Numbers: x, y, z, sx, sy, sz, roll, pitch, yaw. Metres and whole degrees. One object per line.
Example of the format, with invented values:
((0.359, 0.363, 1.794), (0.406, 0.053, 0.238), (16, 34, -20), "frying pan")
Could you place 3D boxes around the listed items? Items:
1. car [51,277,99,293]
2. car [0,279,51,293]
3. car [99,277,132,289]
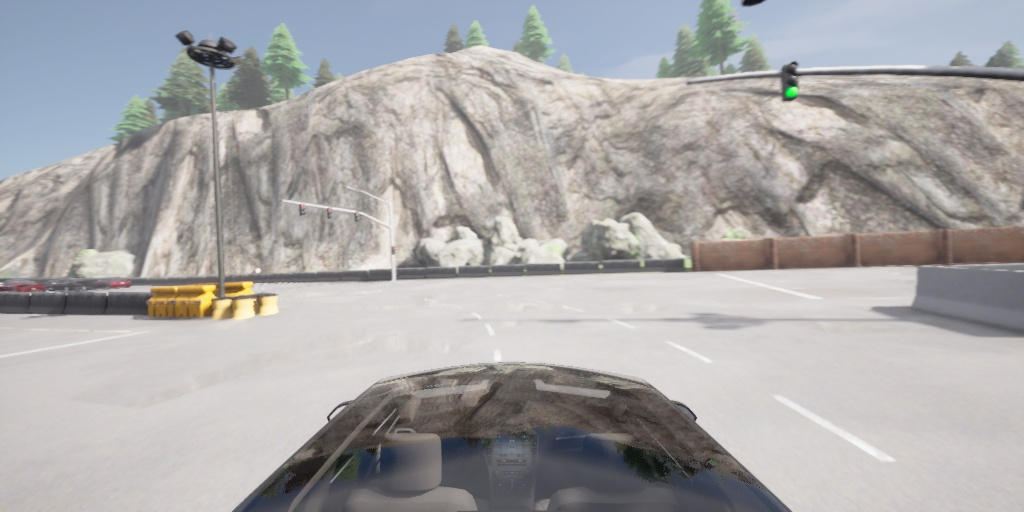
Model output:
((-48.881, 3.225, 39.733), (4.892, 1.490, 1.837), (-2, 0, 17), "car")
((-49.908, 3.248, 36.387), (5.008, 1.535, 1.882), (-2, 0, 17), "car")
((-48.207, 3.246, 43.188), (4.181, 1.385, 1.994), (-2, 0, 17), "car")
